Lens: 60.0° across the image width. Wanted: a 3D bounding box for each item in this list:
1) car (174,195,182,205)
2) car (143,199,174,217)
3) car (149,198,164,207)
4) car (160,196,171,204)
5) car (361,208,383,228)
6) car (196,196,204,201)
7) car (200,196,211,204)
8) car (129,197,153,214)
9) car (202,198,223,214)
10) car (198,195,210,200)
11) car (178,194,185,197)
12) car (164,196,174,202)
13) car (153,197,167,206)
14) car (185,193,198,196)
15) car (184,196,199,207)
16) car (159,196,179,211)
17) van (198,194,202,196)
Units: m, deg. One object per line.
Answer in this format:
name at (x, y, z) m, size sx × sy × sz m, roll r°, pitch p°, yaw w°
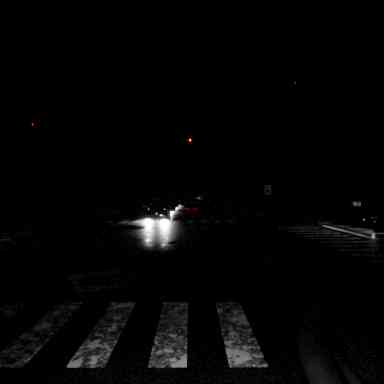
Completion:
car at (-3.039, 1.633, 51.906) m, size 1.994 × 1.385 × 4.181 m, roll 0°, pitch 0°, yaw 0°
car at (-3.121, 1.634, 31.966) m, size 1.895 × 1.301 × 4.718 m, roll 0°, pitch 0°, yaw 1°
car at (-5.579, 1.653, 52.620) m, size 1.802 × 1.307 × 4.206 m, roll 0°, pitch 0°, yaw 0°
car at (-5.531, 1.552, 69.153) m, size 1.967 × 1.590 × 4.097 m, roll 0°, pitch 0°, yaw 0°
car at (13.056, 1.457, 20.566) m, size 4.892 × 1.490 × 1.837 m, roll 0°, pitch 0°, yaw 0°
car at (2.145, 1.698, 90.034) m, size 1.812 × 1.442 × 4.674 m, roll 0°, pitch 0°, yaw 0°
car at (2.429, 1.641, 47.087) m, size 1.802 × 1.307 × 4.206 m, roll 0°, pitch 0°, yaw 0°
car at (-5.628, 1.480, 36.089) m, size 1.967 × 1.590 × 4.097 m, roll 0°, pitch 0°, yaw 0°
car at (2.397, 1.606, 36.064) m, size 1.947 × 1.339 × 4.313 m, roll 0°, pitch 0°, yaw 0°
car at (2.445, 1.637, 52.597) m, size 1.947 × 1.339 × 4.313 m, roll 0°, pitch 0°, yaw 0°
car at (-2.967, 1.584, 61.987) m, size 2.128 × 1.511 × 4.902 m, roll 0°, pitch 0°, yaw 1°
car at (-5.499, 1.694, 80.174) m, size 2.008 × 1.369 × 4.403 m, roll 0°, pitch 0°, yaw 0°
car at (-5.563, 1.634, 58.131) m, size 2.008 × 1.369 × 4.403 m, roll 0°, pitch 0°, yaw 0°
car at (-0.129, 1.650, 73.851) m, size 2.128 × 1.511 × 4.902 m, roll 0°, pitch 0°, yaw 0°
car at (-0.091, 1.672, 52.871) m, size 1.895 × 1.301 × 4.718 m, roll 0°, pitch 0°, yaw 0°
car at (-3.069, 1.614, 41.922) m, size 1.994 × 1.385 × 4.181 m, roll 0°, pitch 0°, yaw 1°
van at (2.462, 1.424, 58.108) m, size 1.690 × 1.788 × 3.998 m, roll 0°, pitch 0°, yaw 0°
